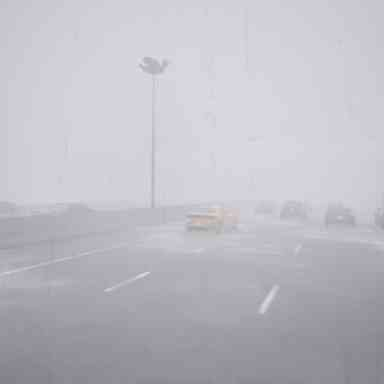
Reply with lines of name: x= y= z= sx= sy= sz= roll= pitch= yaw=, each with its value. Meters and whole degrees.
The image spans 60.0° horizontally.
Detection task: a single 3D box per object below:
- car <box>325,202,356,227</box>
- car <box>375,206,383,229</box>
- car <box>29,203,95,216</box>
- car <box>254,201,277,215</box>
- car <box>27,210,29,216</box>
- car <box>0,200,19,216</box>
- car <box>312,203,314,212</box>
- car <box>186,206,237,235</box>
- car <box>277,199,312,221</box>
car: x=10.827 y=1.719 z=24.390 sx=1.994 sy=1.385 sz=4.181 roll=0 pitch=0 yaw=22
car: x=13.978 y=1.534 z=22.852 sx=2.097 sy=1.767 sz=4.553 roll=0 pitch=0 yaw=22
car: x=-8.705 y=1.509 z=23.452 sx=1.812 sy=1.442 sz=4.674 roll=0 pitch=0 yaw=22
car: x=8.128 y=1.713 z=36.173 sx=2.033 sy=1.411 sz=5.357 roll=0 pitch=0 yaw=22
car: x=-10.951 y=1.575 z=27.213 sx=1.895 sy=1.301 sz=4.718 roll=0 pitch=0 yaw=23
car: x=-17.713 y=1.411 z=29.175 sx=2.128 sy=1.511 sz=4.902 roll=0 pitch=0 yaw=23
car: x=13.413 y=1.786 z=39.794 sx=1.994 sy=1.385 sz=4.181 roll=0 pitch=0 yaw=23
car: x=1.285 y=1.539 z=19.644 sx=1.882 sy=1.535 sz=5.008 roll=0 pitch=0 yaw=22
car: x=9.106 y=1.507 z=29.383 sx=2.097 sy=1.767 sz=4.553 roll=0 pitch=0 yaw=22
